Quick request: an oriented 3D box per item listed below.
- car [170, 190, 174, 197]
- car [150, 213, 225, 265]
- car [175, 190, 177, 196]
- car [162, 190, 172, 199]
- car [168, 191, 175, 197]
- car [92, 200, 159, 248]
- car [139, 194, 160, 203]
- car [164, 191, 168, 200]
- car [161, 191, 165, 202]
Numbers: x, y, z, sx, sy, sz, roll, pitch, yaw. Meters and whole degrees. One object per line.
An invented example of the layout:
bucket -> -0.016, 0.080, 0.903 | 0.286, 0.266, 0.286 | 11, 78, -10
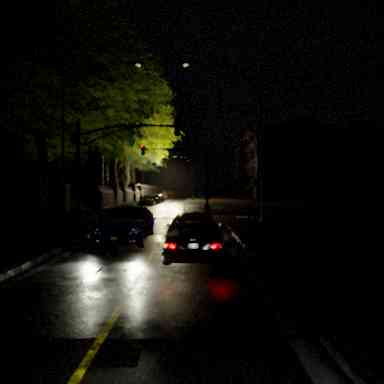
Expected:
car -> -5.473, 0.513, 69.313 | 2.192, 1.841, 5.009 | 1, 1, 0
car -> 0.057, 1.405, 11.086 | 2.033, 1.411, 5.357 | 0, 1, 1
car -> -5.551, 0.496, 85.664 | 1.967, 1.590, 4.097 | 1, 0, 0
car -> -5.453, 0.832, 63.865 | 1.802, 1.307, 4.206 | 1, 1, 0
car -> -5.577, 0.540, 90.945 | 1.752, 1.417, 4.829 | 1, 0, 0
car -> -2.699, 1.298, 14.016 | 1.882, 1.535, 5.008 | 0, 1, 0
car -> -5.372, 1.055, 40.381 | 2.008, 1.369, 4.403 | 1, 1, 0
car -> -5.403, 0.929, 52.966 | 1.947, 1.339, 4.313 | 1, 1, 0
car -> -5.377, 0.974, 47.516 | 2.008, 1.369, 4.403 | 1, 1, 0
